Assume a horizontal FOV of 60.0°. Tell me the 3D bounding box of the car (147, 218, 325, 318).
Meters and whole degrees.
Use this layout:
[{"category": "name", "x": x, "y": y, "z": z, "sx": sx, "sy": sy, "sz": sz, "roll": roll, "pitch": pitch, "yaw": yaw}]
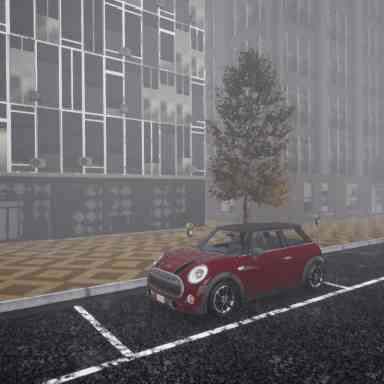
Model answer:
[{"category": "car", "x": 1.036, "y": 1.439, "z": 7.312, "sx": 4.097, "sy": 1.590, "sz": 1.967, "roll": 0, "pitch": -1, "yaw": -36}]
